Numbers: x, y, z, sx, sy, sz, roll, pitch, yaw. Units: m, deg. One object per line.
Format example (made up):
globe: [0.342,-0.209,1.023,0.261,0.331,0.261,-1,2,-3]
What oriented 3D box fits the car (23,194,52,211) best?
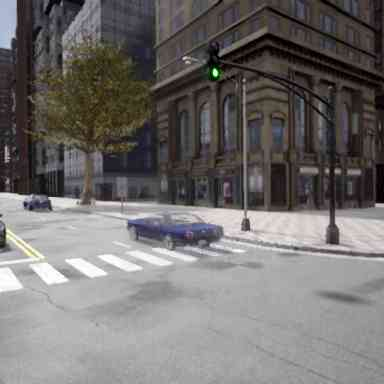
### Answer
car: [-16.317,1.014,35.009,2.097,1.767,4.553,-1,1,-36]

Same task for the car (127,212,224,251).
car: [-0.916,1.466,13.541,1.895,1.301,4.718,-1,1,-36]

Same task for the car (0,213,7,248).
car: [-8.903,1.272,13.408,2.097,1.767,4.553,-1,1,-37]
